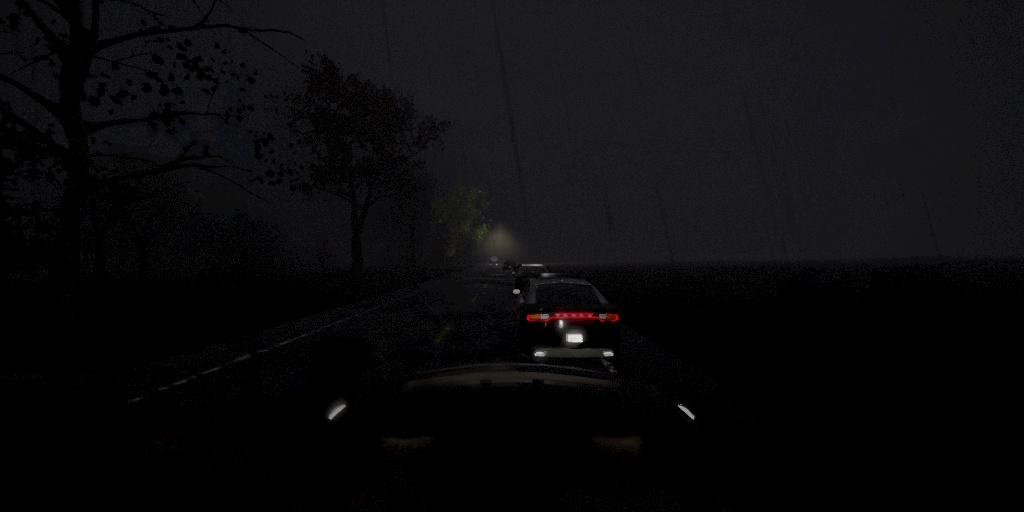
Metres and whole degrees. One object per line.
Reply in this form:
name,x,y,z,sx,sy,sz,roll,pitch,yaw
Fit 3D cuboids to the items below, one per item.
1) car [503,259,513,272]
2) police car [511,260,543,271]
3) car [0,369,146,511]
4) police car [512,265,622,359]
car,-0.237,1.345,47.185,1.994,1.385,4.181,0,0,0
police car,1.037,1.181,18.592,1.930,1.638,5.238,0,0,0
car,-3.509,1.254,0.439,1.837,1.490,4.892,0,0,0
police car,1.059,1.176,8.582,1.930,1.638,5.238,0,0,0
